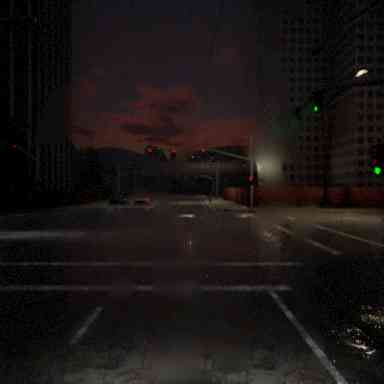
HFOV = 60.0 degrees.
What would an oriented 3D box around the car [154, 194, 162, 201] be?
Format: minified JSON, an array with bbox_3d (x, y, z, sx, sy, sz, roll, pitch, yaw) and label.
[{"bbox_3d":[-7.013,1.051,66.568,1.812,1.442,4.674,0,0,0],"label":"car"}]

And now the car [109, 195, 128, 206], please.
[{"bbox_3d":[-10.583,1.135,47.919,1.882,1.535,5.008,0,0,0],"label":"car"}]

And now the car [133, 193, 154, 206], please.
[{"bbox_3d":[-7.083,1.136,47.921,1.882,1.535,5.008,0,0,0],"label":"car"}]

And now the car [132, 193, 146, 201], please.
[{"bbox_3d":[-10.513,1.004,66.444,1.882,1.535,5.008,0,0,0],"label":"car"}]
